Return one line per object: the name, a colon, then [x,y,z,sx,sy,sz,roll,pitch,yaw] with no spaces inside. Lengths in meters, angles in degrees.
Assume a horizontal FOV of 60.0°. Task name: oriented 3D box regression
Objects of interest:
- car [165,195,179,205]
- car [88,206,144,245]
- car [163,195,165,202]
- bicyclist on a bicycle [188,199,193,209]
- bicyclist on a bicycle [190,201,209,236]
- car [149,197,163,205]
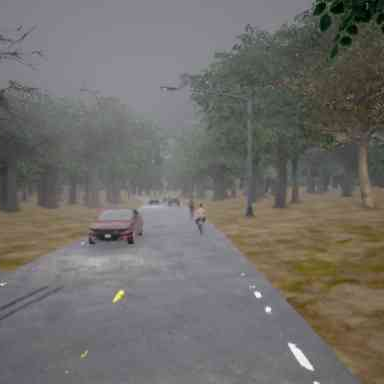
car: [-3.149,1.445,55.610,1.837,1.490,4.892,0,0,-6]
car: [-3.406,1.454,15.618,1.882,1.535,5.008,0,0,-2]
car: [-5.612,1.455,73.732,1.812,1.442,4.674,0,0,-9]
bicyclist on a bicycle: [-0.006,1.415,27.478,0.582,1.620,1.656,0,0,-3]
bicyclist on a bicycle: [0.468,1.411,17.352,0.866,1.612,1.509,0,0,-2]
car: [-6.392,1.535,56.500,1.895,1.301,4.718,0,0,-6]
